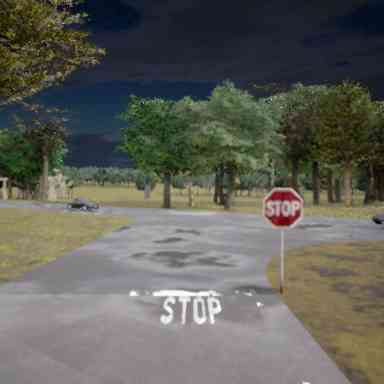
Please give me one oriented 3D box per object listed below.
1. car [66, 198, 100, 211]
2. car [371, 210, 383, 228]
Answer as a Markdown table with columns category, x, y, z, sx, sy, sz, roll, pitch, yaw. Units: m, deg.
| category | x | y | z | sx | sy | sz | roll | pitch | yaw |
| --- | --- | --- | --- | --- | --- | --- | --- | --- | --- |
| car | -13.461 | 1.496 | 41.006 | 4.892 | 1.490 | 1.837 | 1 | 1 | 35 |
| car | 14.451 | 1.747 | 21.660 | 4.902 | 1.511 | 2.128 | 0 | 1 | 35 |
